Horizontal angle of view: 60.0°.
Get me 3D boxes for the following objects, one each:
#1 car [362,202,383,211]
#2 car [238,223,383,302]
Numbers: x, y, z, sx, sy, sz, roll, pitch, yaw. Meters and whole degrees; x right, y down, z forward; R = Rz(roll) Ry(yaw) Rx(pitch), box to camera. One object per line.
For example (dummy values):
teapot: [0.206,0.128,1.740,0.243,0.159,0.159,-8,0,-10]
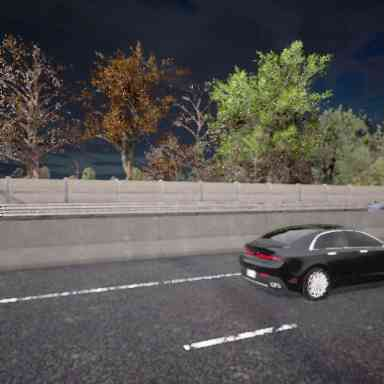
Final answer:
car: [20.428,1.817,35.751,4.674,1.442,1.812,0,0,-25]
car: [3.495,1.564,8.341,4.892,1.490,1.837,1,0,-25]
